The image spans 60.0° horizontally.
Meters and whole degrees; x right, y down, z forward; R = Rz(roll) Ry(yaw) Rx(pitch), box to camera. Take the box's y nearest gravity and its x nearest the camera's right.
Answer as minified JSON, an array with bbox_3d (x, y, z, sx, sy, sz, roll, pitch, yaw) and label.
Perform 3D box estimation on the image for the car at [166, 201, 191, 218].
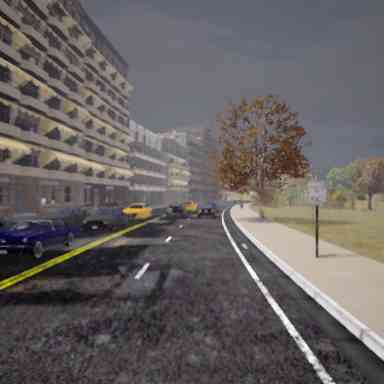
[{"bbox_3d":[-1.626,1.927,35.925,2.128,1.511,4.902,0,-1,5],"label":"car"}]

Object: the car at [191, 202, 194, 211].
[{"bbox_3d":[-0.424,2.077,47.508,1.882,1.535,5.008,0,-1,7],"label":"car"}]

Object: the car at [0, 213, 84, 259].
[{"bbox_3d":[-6.306,1.753,13.474,1.895,1.301,4.718,0,-1,2],"label":"car"}]

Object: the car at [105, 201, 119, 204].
[{"bbox_3d":[-8.260,1.761,34.566,2.097,1.767,4.553,0,-1,4],"label":"car"}]

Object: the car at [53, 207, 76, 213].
[{"bbox_3d":[-9.000,1.826,24.345,2.033,1.411,5.357,0,-1,4],"label":"car"}]

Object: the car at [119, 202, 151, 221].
[{"bbox_3d":[-5.206,1.858,32.082,1.882,1.535,5.008,0,-1,5],"label":"car"}]

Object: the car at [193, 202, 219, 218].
[{"bbox_3d":[1.616,1.984,35.684,2.033,1.411,5.357,0,-1,5],"label":"car"}]

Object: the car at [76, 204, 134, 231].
[{"bbox_3d":[-5.827,1.815,23.113,2.033,1.411,5.357,0,-1,4],"label":"car"}]
